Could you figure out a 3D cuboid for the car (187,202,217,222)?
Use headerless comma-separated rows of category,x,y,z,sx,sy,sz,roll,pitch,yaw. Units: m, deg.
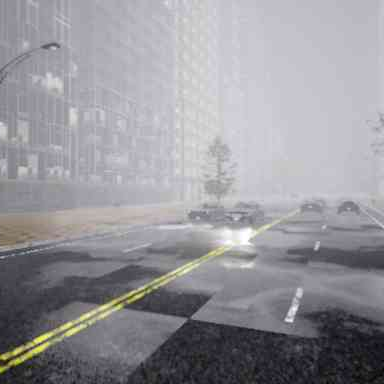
car,1.311,1.485,25.388,1.895,1.301,4.718,0,0,24

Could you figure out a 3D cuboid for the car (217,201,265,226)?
car,3.697,1.371,22.738,2.128,1.511,4.902,0,0,24

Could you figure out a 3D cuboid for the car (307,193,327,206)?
car,17.057,1.262,44.782,1.994,1.385,4.181,0,0,24

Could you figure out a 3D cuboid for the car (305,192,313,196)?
car,26.213,0.831,73.862,2.128,1.511,4.902,0,0,24

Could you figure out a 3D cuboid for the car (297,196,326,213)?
car,11.956,1.345,33.111,1.994,1.385,4.181,0,0,24

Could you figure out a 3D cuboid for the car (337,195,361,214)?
car,14.766,1.294,31.428,1.812,1.442,4.674,0,0,24

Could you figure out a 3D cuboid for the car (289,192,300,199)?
car,23.236,0.821,75.166,1.837,1.490,4.892,0,0,24

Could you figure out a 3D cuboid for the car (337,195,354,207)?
car,20.200,1.158,43.855,1.882,1.535,5.008,0,0,24
